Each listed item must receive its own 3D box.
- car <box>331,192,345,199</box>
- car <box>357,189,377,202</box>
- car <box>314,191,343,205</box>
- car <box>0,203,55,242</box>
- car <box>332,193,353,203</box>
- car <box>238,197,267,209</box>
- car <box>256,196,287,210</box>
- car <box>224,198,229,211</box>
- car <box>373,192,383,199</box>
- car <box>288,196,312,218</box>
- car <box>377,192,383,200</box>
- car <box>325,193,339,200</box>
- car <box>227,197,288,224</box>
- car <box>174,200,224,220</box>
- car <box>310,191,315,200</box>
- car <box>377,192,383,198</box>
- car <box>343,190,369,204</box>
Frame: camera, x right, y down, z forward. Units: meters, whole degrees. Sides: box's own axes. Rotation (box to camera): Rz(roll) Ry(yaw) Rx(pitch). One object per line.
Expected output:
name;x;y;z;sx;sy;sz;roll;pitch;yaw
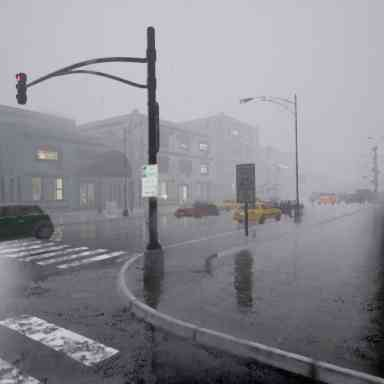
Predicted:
car;33.308;0.743;75.847;1.967;1.590;4.097;-1;0;36
car;26.970;0.576;52.181;2.150;2.045;5.566;-1;0;36
car;19.246;0.845;46.662;2.097;1.767;4.553;-1;0;35
car;-8.342;1.307;14.118;2.097;1.767;4.553;-1;0;36
car;24.493;0.901;53.885;2.128;1.511;4.902;-1;0;36
car;7.293;1.293;40.038;1.802;1.307;4.206;-1;0;36
car;9.267;1.231;38.336;1.994;1.385;4.181;-1;0;36
car;3.940;1.290;35.423;1.752;1.417;4.829;-1;0;36
car;40.086;0.720;70.921;1.947;1.339;4.313;-1;0;36
car;7.565;1.217;26.158;2.008;1.369;4.403;-1;0;36
car;33.579;0.569;61.967;2.192;1.841;5.009;-1;0;36
car;30.057;0.935;71.372;1.802;1.307;4.206;-1;0;36
car;4.413;1.242;21.819;1.752;1.417;4.829;-1;0;36
car;0.409;1.372;26.166;1.994;1.385;4.181;-1;0;36
car;23.549;0.769;62.419;2.192;1.841;5.009;-1;0;36
car;43.163;0.651;75.145;1.887;1.381;4.507;-1;0;36
car;22.874;0.924;46.469;1.837;1.490;4.892;-1;0;36
